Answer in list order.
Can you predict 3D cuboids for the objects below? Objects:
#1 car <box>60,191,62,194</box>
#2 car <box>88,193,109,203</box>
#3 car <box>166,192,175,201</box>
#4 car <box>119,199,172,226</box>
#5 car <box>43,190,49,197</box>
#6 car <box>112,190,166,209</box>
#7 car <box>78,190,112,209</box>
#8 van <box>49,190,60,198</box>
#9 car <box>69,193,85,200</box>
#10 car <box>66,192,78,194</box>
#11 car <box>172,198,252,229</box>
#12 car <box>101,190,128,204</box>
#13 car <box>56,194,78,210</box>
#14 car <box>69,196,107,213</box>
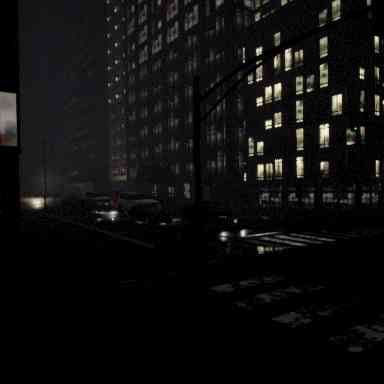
[{"bbox_3d":[-26.062,0.733,70.706,1.967,1.590,4.097,-1,1,-35],"label":"car"},{"bbox_3d":[-15.950,0.919,56.806,1.882,1.535,5.008,-1,1,-35],"label":"car"},{"bbox_3d":[-3.661,0.963,38.185,2.192,1.841,5.009,-1,1,-35],"label":"car"},{"bbox_3d":[-2.910,1.455,22.378,2.008,1.369,4.403,-1,1,-35],"label":"car"},{"bbox_3d":[-35.663,0.688,84.644,2.008,1.369,4.403,-1,1,-35],"label":"car"},{"bbox_3d":[-4.861,1.021,29.704,2.150,2.045,5.566,-1,1,-35],"label":"car"},{"bbox_3d":[-10.930,0.927,38.535,2.150,2.045,5.566,-1,1,-35],"label":"car"},{"bbox_3d":[-32.463,0.530,79.996,1.690,1.788,3.998,-1,1,-35],"label":"van"},{"bbox_3d":[-22.862,0.889,66.062,1.887,1.381,4.507,-1,1,-35],"label":"car"},{"bbox_3d":[-19.329,1.082,56.180,1.895,1.301,4.718,-1,1,-35],"label":"car"},{"bbox_3d":[1.099,1.382,21.057,2.128,1.511,4.902,-1,1,-35],"label":"car"},{"bbox_3d":[-12.026,0.733,51.043,2.150,2.045,5.566,-1,1,-35],"label":"car"},{"bbox_3d":[-13.739,1.289,38.047,2.008,1.369,4.403,-1,1,-35],"label":"car"},{"bbox_3d":[-10.537,1.354,33.401,1.947,1.339,4.313,-1,1,-35],"label":"car"}]
